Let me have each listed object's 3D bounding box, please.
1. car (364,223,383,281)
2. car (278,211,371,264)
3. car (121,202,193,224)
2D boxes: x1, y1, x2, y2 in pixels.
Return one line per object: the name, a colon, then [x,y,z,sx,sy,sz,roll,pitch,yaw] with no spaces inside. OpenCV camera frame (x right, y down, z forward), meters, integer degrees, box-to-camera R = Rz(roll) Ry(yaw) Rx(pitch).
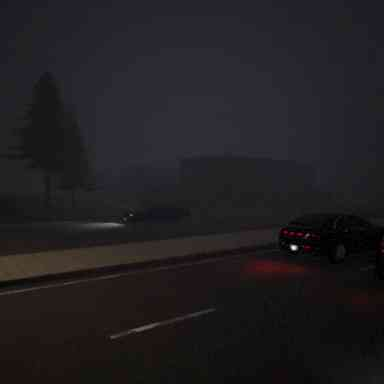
car: [6.437,1.514,8.337,4.181,1.385,1.994,0,0,-36]
car: [5.118,1.450,11.696,4.892,1.490,1.837,0,0,-36]
car: [-2.516,1.493,24.799,5.357,1.411,2.033,0,0,-35]
